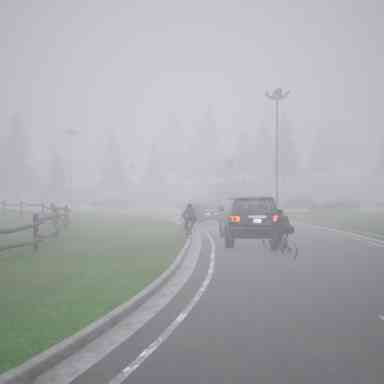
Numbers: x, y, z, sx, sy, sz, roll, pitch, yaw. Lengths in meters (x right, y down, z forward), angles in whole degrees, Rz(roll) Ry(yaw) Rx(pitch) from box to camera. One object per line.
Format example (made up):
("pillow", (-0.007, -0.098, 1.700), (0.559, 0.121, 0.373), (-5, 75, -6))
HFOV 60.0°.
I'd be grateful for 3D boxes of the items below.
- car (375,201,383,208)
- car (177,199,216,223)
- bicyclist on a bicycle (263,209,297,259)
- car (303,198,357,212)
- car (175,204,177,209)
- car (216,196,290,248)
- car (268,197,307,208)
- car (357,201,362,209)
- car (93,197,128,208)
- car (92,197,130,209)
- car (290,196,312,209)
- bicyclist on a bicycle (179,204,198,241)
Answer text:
("car", (28.560, 1.601, 47.034), (4.718, 1.301, 1.895), (0, 0, 2))
("car", (0.814, 1.547, 25.378), (2.033, 1.411, 5.357), (0, 0, -20))
("bicyclist on a bicycle", (3.137, 1.456, 11.746), (0.582, 1.620, 1.656), (0, 9, -31))
("car", (15.305, 1.601, 37.070), (4.718, 1.301, 1.895), (0, 0, 2))
("car", (0.608, 1.547, 41.176), (5.357, 1.411, 2.033), (0, 0, 2))
("car", (2.452, 1.202, 14.885), (2.150, 2.045, 5.566), (-1, -1, 1))
("car", (13.618, 1.477, 47.647), (5.008, 1.535, 1.882), (0, 0, 2))
("car", (17.965, 1.491, 40.463), (4.902, 1.511, 2.128), (0, 0, 2))
("car", (-11.849, 1.526, 48.692), (4.674, 1.442, 1.812), (0, 0, 2))
("car", (-10.989, 1.477, 45.154), (5.008, 1.535, 1.882), (0, 0, 2))
("car", (14.019, 1.351, 44.129), (4.553, 1.767, 2.097), (0, 0, 2))
("bicyclist on a bicycle", (-0.149, 1.367, 15.132), (0.582, 1.620, 1.656), (11, -2, -27))
